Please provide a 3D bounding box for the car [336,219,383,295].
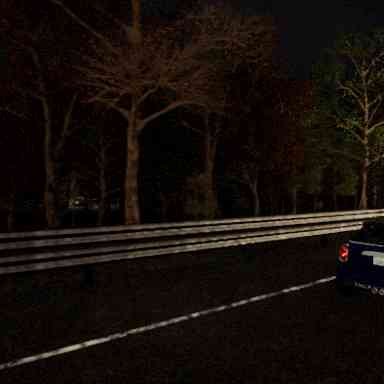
[{"bbox_3d":[5.346,1.348,7.591,4.553,1.767,2.097,0,0,-36],"label":"car"}]
